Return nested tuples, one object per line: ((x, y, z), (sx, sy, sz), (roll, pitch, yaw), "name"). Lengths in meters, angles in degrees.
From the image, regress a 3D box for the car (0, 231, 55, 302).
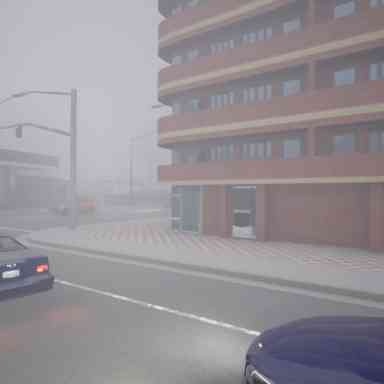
((-5.269, 1.545, 7.650), (5.357, 1.411, 2.033), (0, 0, 38), "car")

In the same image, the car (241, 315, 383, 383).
((2.581, 1.536, 2.152), (4.674, 1.442, 1.812), (0, 0, 35), "car")

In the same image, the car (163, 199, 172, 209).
((-2.061, 1.537, 46.000), (2.128, 1.511, 4.902), (0, 0, 34), "car")

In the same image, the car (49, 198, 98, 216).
((-11.420, 1.359, 32.252), (2.097, 1.767, 4.553), (0, 0, 34), "car")
